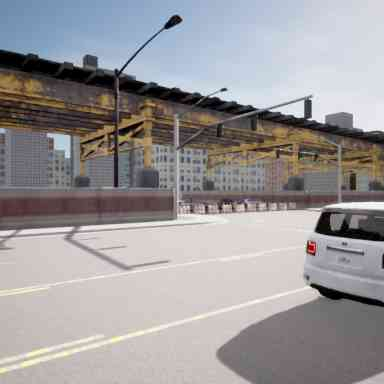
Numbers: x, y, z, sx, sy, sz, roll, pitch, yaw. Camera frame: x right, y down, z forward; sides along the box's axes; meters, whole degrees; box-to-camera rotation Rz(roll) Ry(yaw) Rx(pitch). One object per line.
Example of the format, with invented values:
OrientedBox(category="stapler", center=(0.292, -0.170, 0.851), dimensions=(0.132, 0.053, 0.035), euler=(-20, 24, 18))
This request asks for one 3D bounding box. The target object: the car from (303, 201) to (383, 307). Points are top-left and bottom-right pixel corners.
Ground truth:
OrientedBox(category="car", center=(4.766, 1.221, 7.157), dimensions=(5.566, 2.045, 2.150), euler=(0, 0, -35))

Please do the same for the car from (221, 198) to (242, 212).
OrientedBox(category="car", center=(4.166, 1.453, 39.249), dimensions=(2.038, 1.542, 4.974), euler=(0, 0, 18))

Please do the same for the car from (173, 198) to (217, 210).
OrientedBox(category="car", center=(0.363, 1.295, 36.580), dimensions=(4.536, 1.218, 1.853), euler=(0, 0, 8))

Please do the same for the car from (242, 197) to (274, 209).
OrientedBox(category="car", center=(8.033, 1.295, 42.993), dimensions=(4.536, 1.218, 1.853), euler=(0, 0, -7))

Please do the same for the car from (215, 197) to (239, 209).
OrientedBox(category="car", center=(4.181, 1.295, 39.299), dimensions=(1.853, 1.218, 4.536), euler=(0, 0, 18))

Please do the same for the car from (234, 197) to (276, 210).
OrientedBox(category="car", center=(8.085, 1.453, 43.000), dimensions=(4.974, 1.542, 2.038), euler=(0, 0, -7))

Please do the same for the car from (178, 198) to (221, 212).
OrientedBox(category="car", center=(0.414, 1.453, 36.573), dimensions=(4.974, 1.542, 2.038), euler=(0, 0, 8))
